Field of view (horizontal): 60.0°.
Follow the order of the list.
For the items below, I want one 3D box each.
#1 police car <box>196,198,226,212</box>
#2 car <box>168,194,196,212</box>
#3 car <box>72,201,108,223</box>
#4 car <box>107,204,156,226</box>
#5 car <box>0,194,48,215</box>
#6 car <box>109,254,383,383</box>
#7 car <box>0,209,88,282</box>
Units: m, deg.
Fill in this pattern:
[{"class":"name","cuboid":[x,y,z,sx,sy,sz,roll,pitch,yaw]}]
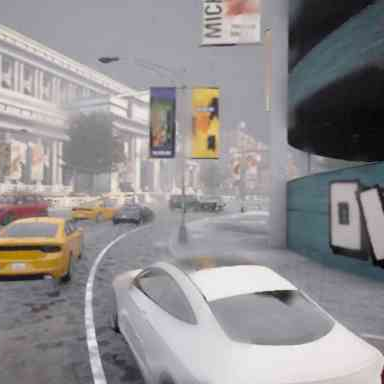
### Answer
[{"class":"police car","cuboid":[2.718,1.568,41.114,1.930,1.638,5.238,1,0,25]},{"class":"car","cuboid":[-0.899,1.323,41.417,2.150,2.045,5.566,1,0,25]},{"class":"car","cuboid":[-7.276,1.465,25.775,1.882,1.535,5.008,0,0,13]},{"class":"car","cuboid":[-4.070,1.584,23.914,1.994,1.385,4.181,1,0,11]},{"class":"car","cuboid":[-11.820,1.146,21.996,2.150,2.045,5.566,0,0,9]},{"class":"car","cuboid":[0.154,1.542,4.281,1.812,1.442,4.674,1,0,-23]},{"class":"car","cuboid":[-4.275,1.457,9.550,1.882,1.535,5.008,1,-1,-13]}]
